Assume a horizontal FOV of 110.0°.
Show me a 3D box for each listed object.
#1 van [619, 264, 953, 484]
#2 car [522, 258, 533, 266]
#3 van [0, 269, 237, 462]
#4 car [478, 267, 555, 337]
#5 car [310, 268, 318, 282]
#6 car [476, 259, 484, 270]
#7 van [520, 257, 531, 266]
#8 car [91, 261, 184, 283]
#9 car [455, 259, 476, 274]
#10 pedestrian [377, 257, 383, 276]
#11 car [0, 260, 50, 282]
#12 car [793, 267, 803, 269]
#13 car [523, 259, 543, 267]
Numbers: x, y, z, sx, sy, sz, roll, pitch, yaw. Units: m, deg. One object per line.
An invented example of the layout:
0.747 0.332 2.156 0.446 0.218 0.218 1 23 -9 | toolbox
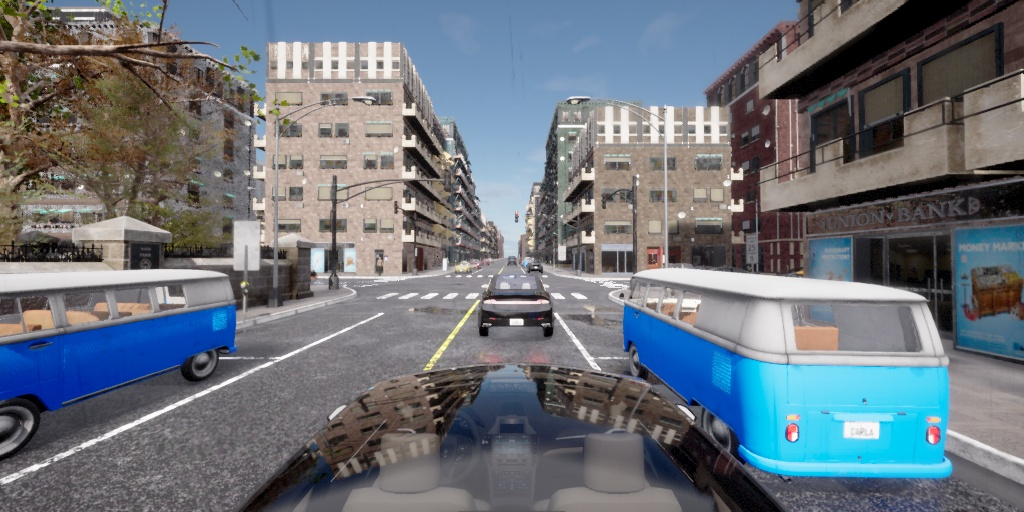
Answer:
2.659 1.092 4.585 1.690 1.789 3.998 0 0 0 | van
2.700 1.317 48.174 2.007 1.370 4.403 0 0 0 | car
-5.655 1.092 4.589 1.690 1.789 3.998 0 0 0 | van
0.102 1.244 10.315 2.128 1.511 4.902 0 0 0 | car
-16.269 1.000 25.282 4.553 1.767 2.097 0 -1 1 | car
-5.680 1.208 53.819 1.967 1.591 4.097 0 0 0 | car
2.703 1.112 59.459 1.690 1.789 3.998 0 0 0 | van
-26.409 1.119 25.403 4.674 1.442 1.812 0 -1 1 | car
-5.681 1.289 42.363 1.751 1.417 4.829 0 0 0 | car
-12.533 0.967 33.977 0.375 1.860 0.375 0 -1 1 | pedestrian
-36.507 1.044 25.532 4.892 1.490 1.837 0 -1 1 | car
25.016 1.413 27.983 5.008 1.535 1.882 0 -1 1 | car
2.699 1.330 42.532 1.948 1.339 4.313 0 0 0 | car
